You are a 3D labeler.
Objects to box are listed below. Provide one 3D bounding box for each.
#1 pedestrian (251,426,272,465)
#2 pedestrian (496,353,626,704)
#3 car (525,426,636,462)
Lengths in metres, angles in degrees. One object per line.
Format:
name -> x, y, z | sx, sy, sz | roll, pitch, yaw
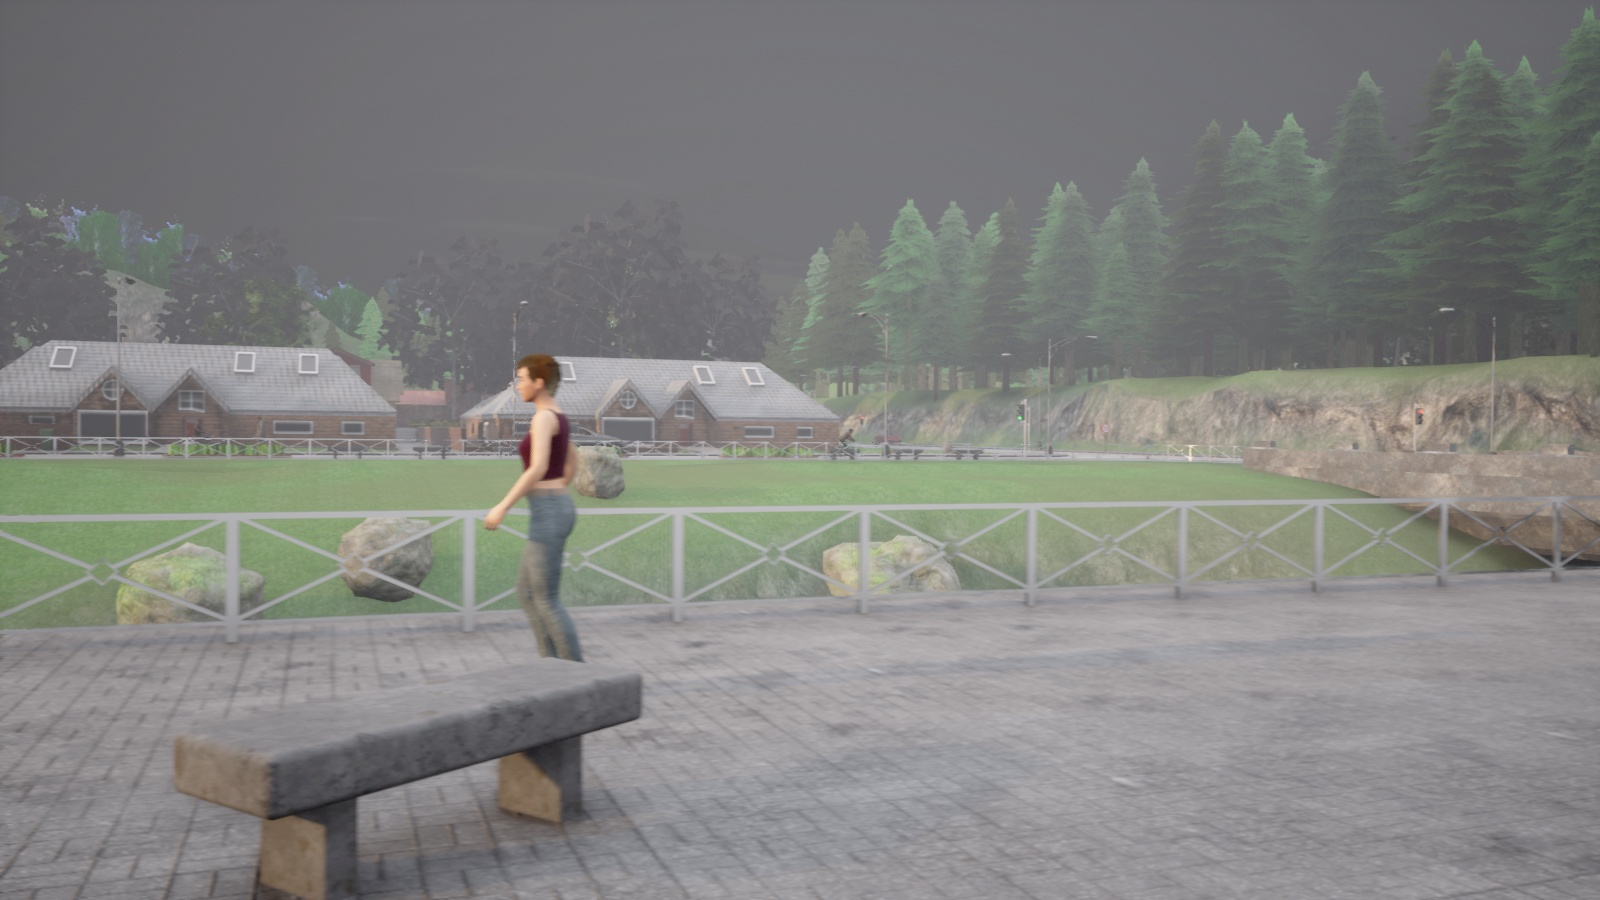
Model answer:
pedestrian -> -27.529, -0.239, 64.187 | 0.873, 1.952, 0.659 | -1, 1, -16
pedestrian -> -1.276, 0.412, 6.741 | 0.594, 1.836, 0.345 | -1, 1, 3
car -> -10.742, -0.306, 61.360 | 5.027, 1.651, 2.152 | -1, 1, -21
